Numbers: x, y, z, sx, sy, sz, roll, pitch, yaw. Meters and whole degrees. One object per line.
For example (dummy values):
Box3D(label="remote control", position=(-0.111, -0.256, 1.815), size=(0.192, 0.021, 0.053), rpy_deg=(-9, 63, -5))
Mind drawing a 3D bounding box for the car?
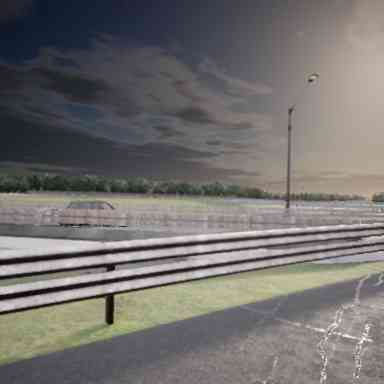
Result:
Box3D(label="car", position=(-5.706, 1.337, 20.459), size=(4.553, 1.767, 2.097), rpy_deg=(1, -1, 9))
